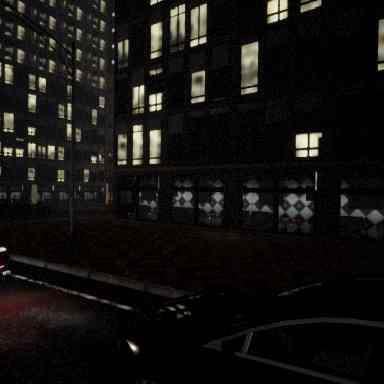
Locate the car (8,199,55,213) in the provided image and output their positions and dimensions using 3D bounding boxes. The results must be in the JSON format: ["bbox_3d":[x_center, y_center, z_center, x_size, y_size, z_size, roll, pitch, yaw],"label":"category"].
[{"bbox_3d":[-19.183,1.641,39.931,1.752,1.417,4.829,1,0,36],"label":"car"}]

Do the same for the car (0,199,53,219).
[{"bbox_3d":[-15.671,1.517,30.561,2.192,1.841,5.009,1,0,36],"label":"car"}]

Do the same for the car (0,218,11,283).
[{"bbox_3d":[-6.376,1.487,8.203,4.902,1.511,2.128,0,0,36],"label":"car"}]

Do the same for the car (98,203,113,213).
[{"bbox_3d":[-8.888,1.828,39.783,1.752,1.417,4.829,1,0,36],"label":"car"}]

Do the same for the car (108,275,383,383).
[{"bbox_3d":[1.392,1.491,2.687,4.902,1.511,2.128,0,0,35],"label":"car"}]
